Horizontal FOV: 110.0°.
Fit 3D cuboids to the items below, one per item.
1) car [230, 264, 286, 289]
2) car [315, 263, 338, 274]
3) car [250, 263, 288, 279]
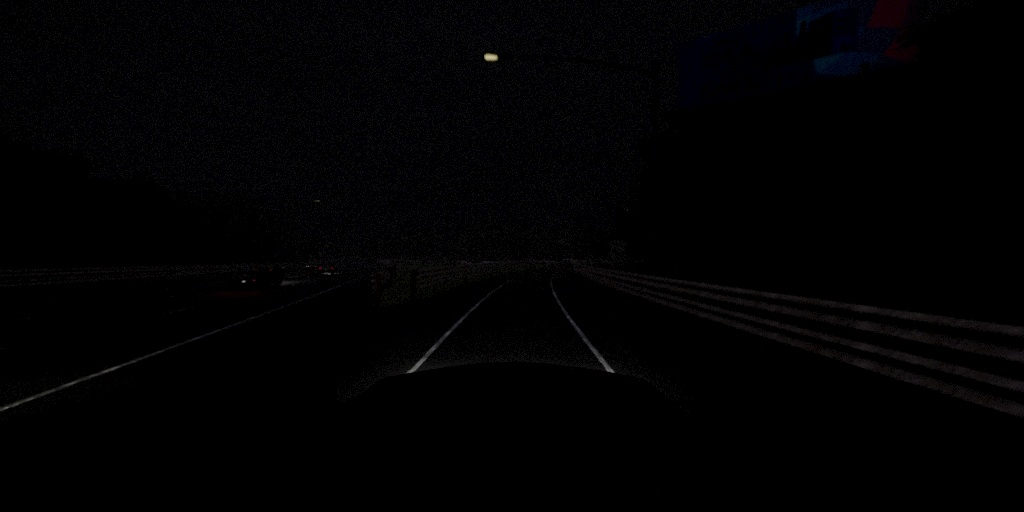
[{"bbox_3d":[-17.805,1.444,25.221,2.128,1.511,4.902,1,-1,-16],"label":"car"},{"bbox_3d":[-25.380,1.789,49.611,1.994,1.385,4.181,1,-1,-18],"label":"car"},{"bbox_3d":[-25.128,1.543,37.336,1.882,1.535,5.008,1,-1,-17],"label":"car"}]
